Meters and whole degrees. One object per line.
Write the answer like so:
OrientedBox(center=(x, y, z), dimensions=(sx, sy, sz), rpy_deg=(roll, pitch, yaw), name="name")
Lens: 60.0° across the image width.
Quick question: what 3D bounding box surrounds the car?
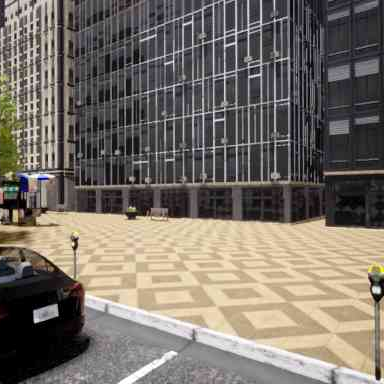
OrientedBox(center=(-3.531, 1.566, 5.406), dimensions=(4.313, 1.339, 1.947), rpy_deg=(0, 0, 36), name="car")
